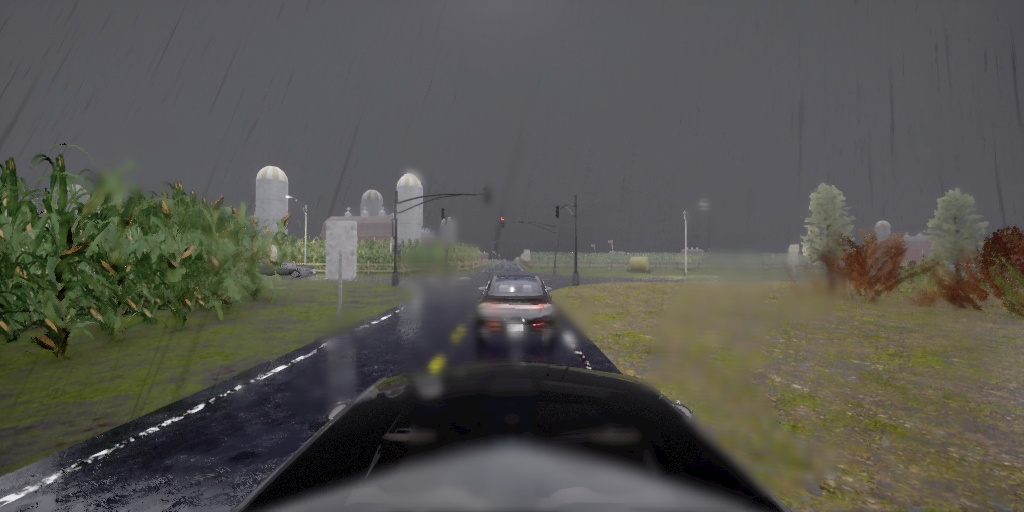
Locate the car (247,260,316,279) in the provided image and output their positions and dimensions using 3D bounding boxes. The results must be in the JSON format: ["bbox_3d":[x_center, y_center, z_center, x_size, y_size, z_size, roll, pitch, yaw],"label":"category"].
[{"bbox_3d":[-18.508,1.074,28.943,4.902,1.511,2.128,0,-1,-5],"label":"car"}]

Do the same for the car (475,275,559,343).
[{"bbox_3d":[0.102,1.245,9.632,2.128,1.511,4.902,0,0,0],"label":"car"}]

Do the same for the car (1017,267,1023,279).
[{"bbox_3d":[48.671,1.720,33.477,4.674,1.442,1.812,1,-1,-5],"label":"car"}]
